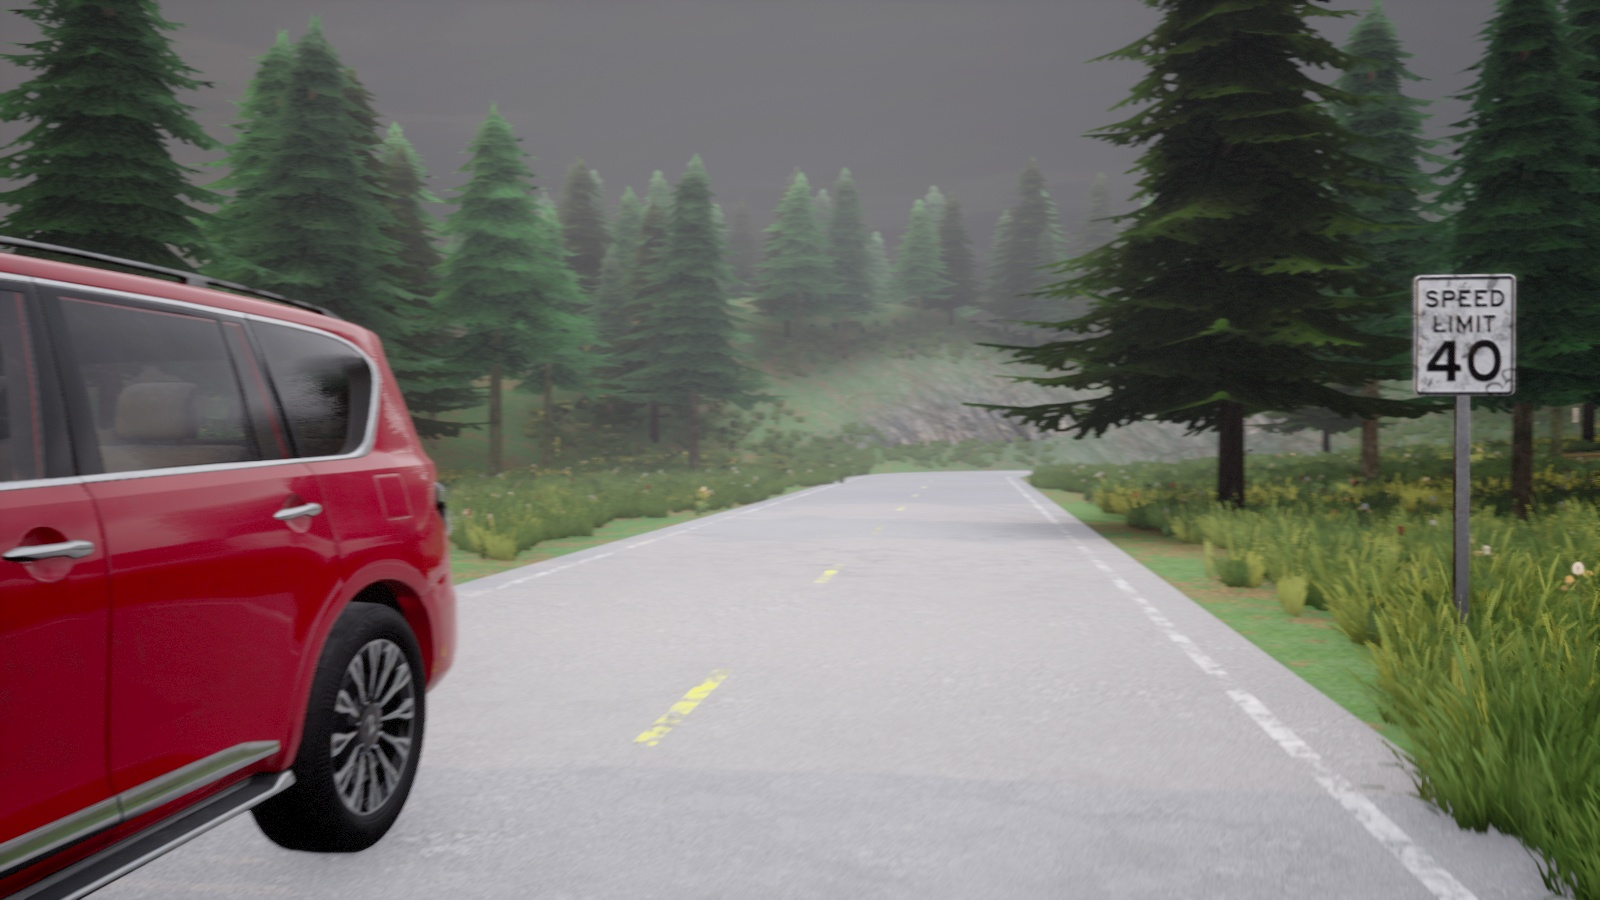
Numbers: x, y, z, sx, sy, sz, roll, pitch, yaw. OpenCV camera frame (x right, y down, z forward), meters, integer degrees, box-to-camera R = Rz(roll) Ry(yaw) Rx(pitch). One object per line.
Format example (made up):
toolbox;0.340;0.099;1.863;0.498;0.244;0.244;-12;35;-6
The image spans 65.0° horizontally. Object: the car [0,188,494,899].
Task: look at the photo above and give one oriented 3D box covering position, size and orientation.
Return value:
car;-2.826;0.432;3.125;2.150;2.045;5.566;0;0;7
